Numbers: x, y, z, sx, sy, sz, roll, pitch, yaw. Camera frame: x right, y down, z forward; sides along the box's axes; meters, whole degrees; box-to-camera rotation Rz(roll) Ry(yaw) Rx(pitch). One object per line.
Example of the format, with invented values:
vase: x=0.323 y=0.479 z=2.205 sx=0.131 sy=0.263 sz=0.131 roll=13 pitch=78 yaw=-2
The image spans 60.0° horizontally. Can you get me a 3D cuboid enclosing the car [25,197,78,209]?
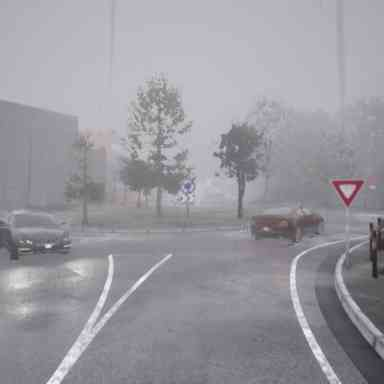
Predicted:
car: x=-13.913 y=1.201 z=33.251 sx=2.033 sy=1.411 sz=5.357 roll=0 pitch=1 yaw=27

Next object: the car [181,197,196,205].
car: x=-0.787 y=1.274 z=51.570 sx=1.895 sy=1.301 sz=4.718 roll=0 pitch=0 yaw=-1

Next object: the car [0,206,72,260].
car: x=-6.001 y=1.466 z=12.484 sx=1.837 sy=1.490 sz=4.892 roll=1 pitch=0 yaw=-37

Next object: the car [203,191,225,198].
car: x=6.570 y=0.739 z=95.098 sx=5.566 sy=2.045 sz=2.435 roll=0 pitch=0 yaw=1

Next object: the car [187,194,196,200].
car: x=-0.088 y=1.163 z=78.400 sx=2.033 sy=1.411 sz=5.357 roll=0 pitch=0 yaw=1

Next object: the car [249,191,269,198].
car: x=19.084 y=0.864 z=92.244 sx=4.553 sy=1.767 sz=2.185 roll=0 pitch=1 yaw=0

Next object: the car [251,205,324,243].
car: x=4.589 y=1.341 z=15.562 sx=1.882 sy=1.535 sz=5.008 roll=0 pitch=1 yaw=38
